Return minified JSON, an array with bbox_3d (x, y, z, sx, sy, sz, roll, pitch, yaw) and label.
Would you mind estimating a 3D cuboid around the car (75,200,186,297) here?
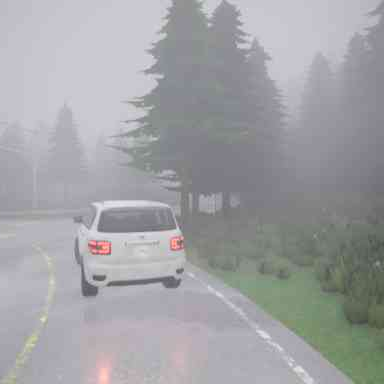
[{"bbox_3d":[-1.894,1.225,8.971,2.150,2.045,5.566,0,0,-20],"label":"car"}]
